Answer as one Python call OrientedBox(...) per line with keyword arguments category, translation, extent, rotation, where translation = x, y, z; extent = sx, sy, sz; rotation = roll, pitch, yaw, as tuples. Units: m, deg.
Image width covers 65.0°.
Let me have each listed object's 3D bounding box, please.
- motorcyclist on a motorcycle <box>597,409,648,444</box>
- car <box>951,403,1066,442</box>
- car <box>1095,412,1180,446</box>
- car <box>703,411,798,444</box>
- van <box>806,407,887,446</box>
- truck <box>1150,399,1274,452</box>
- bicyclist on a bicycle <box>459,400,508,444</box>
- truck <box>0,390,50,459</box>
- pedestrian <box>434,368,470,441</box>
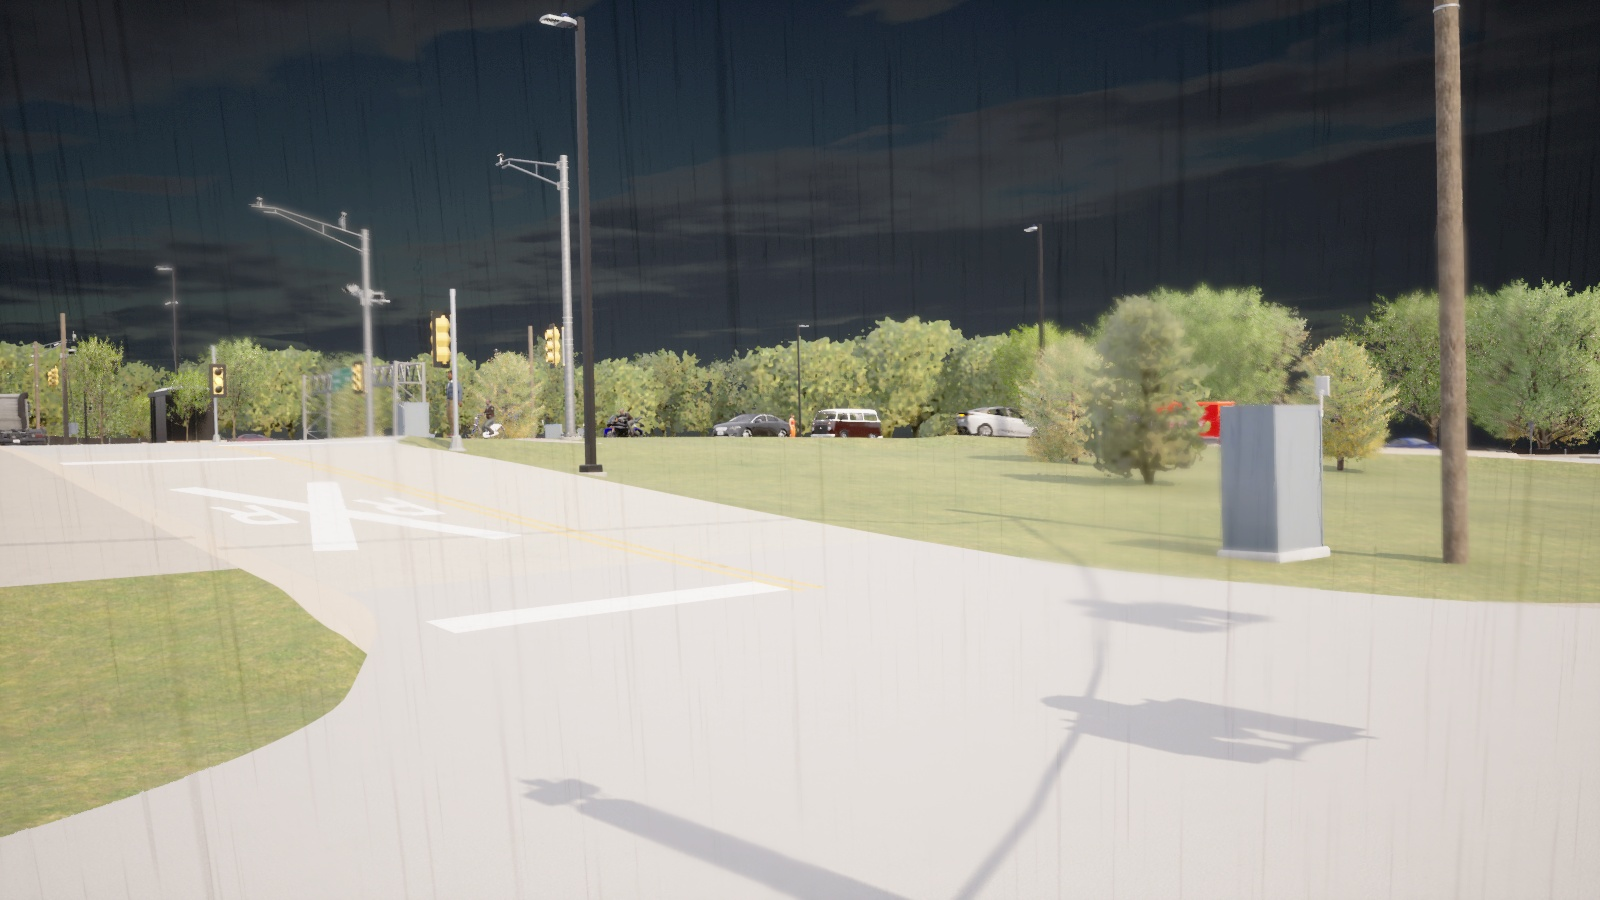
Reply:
OrientedBox(category="motorcyclist on a motorcycle", translation=(-7.993, -1.046, 56.679), extent=(0.866, 1.530, 2.191), rotation=(-1, -1, 44))
OrientedBox(category="car", translation=(9.097, -1.186, 54.939), extent=(4.514, 1.525, 2.007), rotation=(2, 0, -13))
OrientedBox(category="car", translation=(19.062, -1.205, 71.068), extent=(1.932, 1.855, 4.605), rotation=(-1, 2, -31))
OrientedBox(category="car", translation=(-2.430, -1.098, 62.692), extent=(2.128, 1.511, 4.902), rotation=(-1, -1, 36))
OrientedBox(category="van", translation=(2.607, -1.298, 70.299), extent=(2.069, 2.038, 4.480), rotation=(-1, -1, 43))
OrientedBox(category="truck", translation=(20.368, -1.240, 62.133), extent=(5.204, 2.467, 2.627), rotation=(1, 3, 42))
OrientedBox(category="bicyclist on a bicycle", translation=(-13.018, -1.157, 51.704), extent=(1.843, 1.776, 0.659), rotation=(-1, 0, -43))
OrientedBox(category="truck", translation=(-42.449, -1.261, 66.999), extent=(2.891, 3.462, 7.936), rotation=(-2, 1, -39))
OrientedBox(category="pedestrian", translation=(-9.452, -1.232, 34.093), extent=(0.788, 1.949, 0.423), rotation=(-2, 1, -39))
